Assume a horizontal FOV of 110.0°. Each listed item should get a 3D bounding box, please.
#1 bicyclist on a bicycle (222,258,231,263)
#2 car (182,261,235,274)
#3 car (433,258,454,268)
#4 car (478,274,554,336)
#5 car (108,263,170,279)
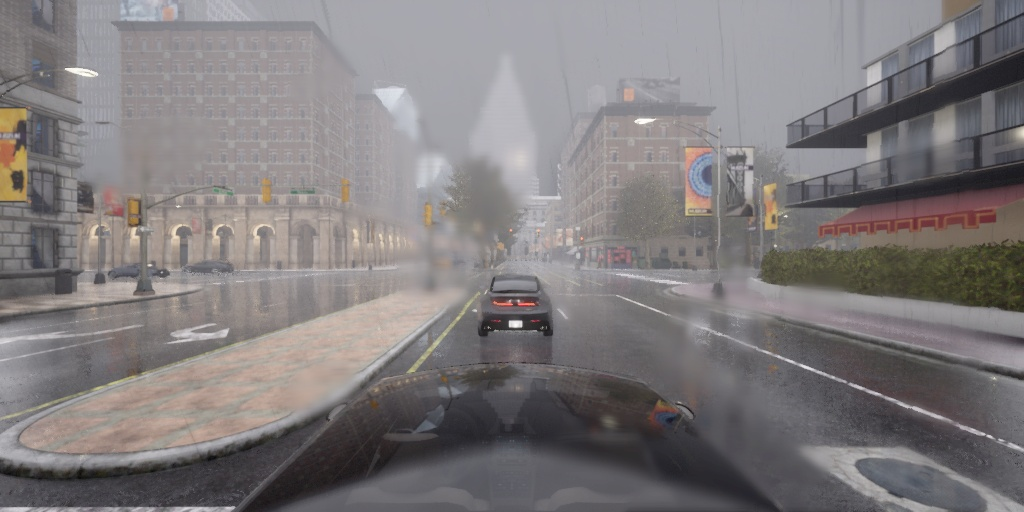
[{"bbox_3d":[-37.170,1.044,46.770,0.582,1.620,1.656,0,0,0],"label":"bicyclist on a bicycle"},{"bbox_3d":[-33.385,1.249,39.494,4.892,1.490,1.837,0,0,0],"label":"car"},{"bbox_3d":[-11.407,1.220,59.669,1.882,1.535,5.008,0,0,0],"label":"car"},{"bbox_3d":[0.101,1.254,10.331,1.837,1.490,4.892,0,0,0],"label":"car"},{"bbox_3d":[-33.540,1.310,32.314,4.181,1.385,1.994,0,0,0],"label":"car"}]
